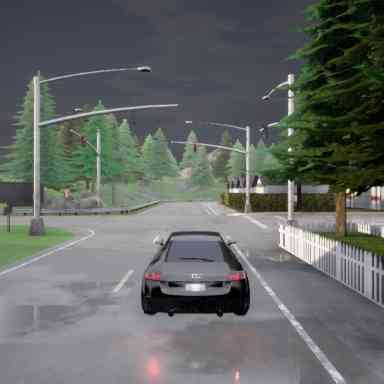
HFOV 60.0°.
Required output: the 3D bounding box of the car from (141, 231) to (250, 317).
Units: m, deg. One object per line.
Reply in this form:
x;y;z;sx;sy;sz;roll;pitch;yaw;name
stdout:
0.077;1.564;7.565;1.994;1.385;4.181;0;0;1;car
